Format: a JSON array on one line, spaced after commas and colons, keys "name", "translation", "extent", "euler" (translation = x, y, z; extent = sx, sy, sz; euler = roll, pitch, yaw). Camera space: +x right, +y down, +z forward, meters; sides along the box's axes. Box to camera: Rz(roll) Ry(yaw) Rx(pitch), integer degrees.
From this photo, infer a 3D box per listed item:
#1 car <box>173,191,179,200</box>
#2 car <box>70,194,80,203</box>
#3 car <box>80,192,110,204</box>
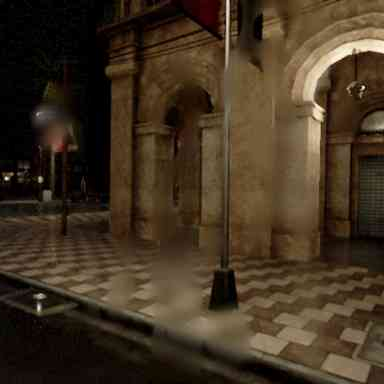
[{"name": "car", "translation": [-2.299, 0.609, 65.550], "extent": [2.185, 1.767, 4.553], "euler": [1, 1, 35]}, {"name": "car", "translation": [-15.155, 0.766, 47.782], "extent": [2.161, 1.482, 4.786], "euler": [1, 1, 35]}, {"name": "car", "translation": [-12.504, 0.802, 46.162], "extent": [2.128, 1.511, 4.902], "euler": [1, 1, 36]}]
